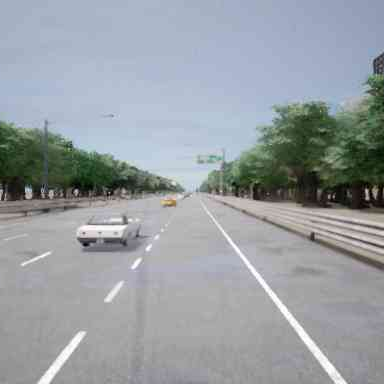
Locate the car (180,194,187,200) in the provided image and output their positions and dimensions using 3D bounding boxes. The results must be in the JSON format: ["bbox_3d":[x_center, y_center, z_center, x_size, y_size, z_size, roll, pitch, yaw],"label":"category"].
[{"bbox_3d":[-3.074,1.497,91.010,1.812,1.442,4.674,0,0,0],"label":"car"}]

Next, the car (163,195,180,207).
[{"bbox_3d":[-3.351,1.484,51.810,1.882,1.535,5.008,0,0,0],"label":"car"}]

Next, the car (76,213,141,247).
[{"bbox_3d":[-3.488,1.604,14.919,1.895,1.301,4.718,0,0,0],"label":"car"}]
